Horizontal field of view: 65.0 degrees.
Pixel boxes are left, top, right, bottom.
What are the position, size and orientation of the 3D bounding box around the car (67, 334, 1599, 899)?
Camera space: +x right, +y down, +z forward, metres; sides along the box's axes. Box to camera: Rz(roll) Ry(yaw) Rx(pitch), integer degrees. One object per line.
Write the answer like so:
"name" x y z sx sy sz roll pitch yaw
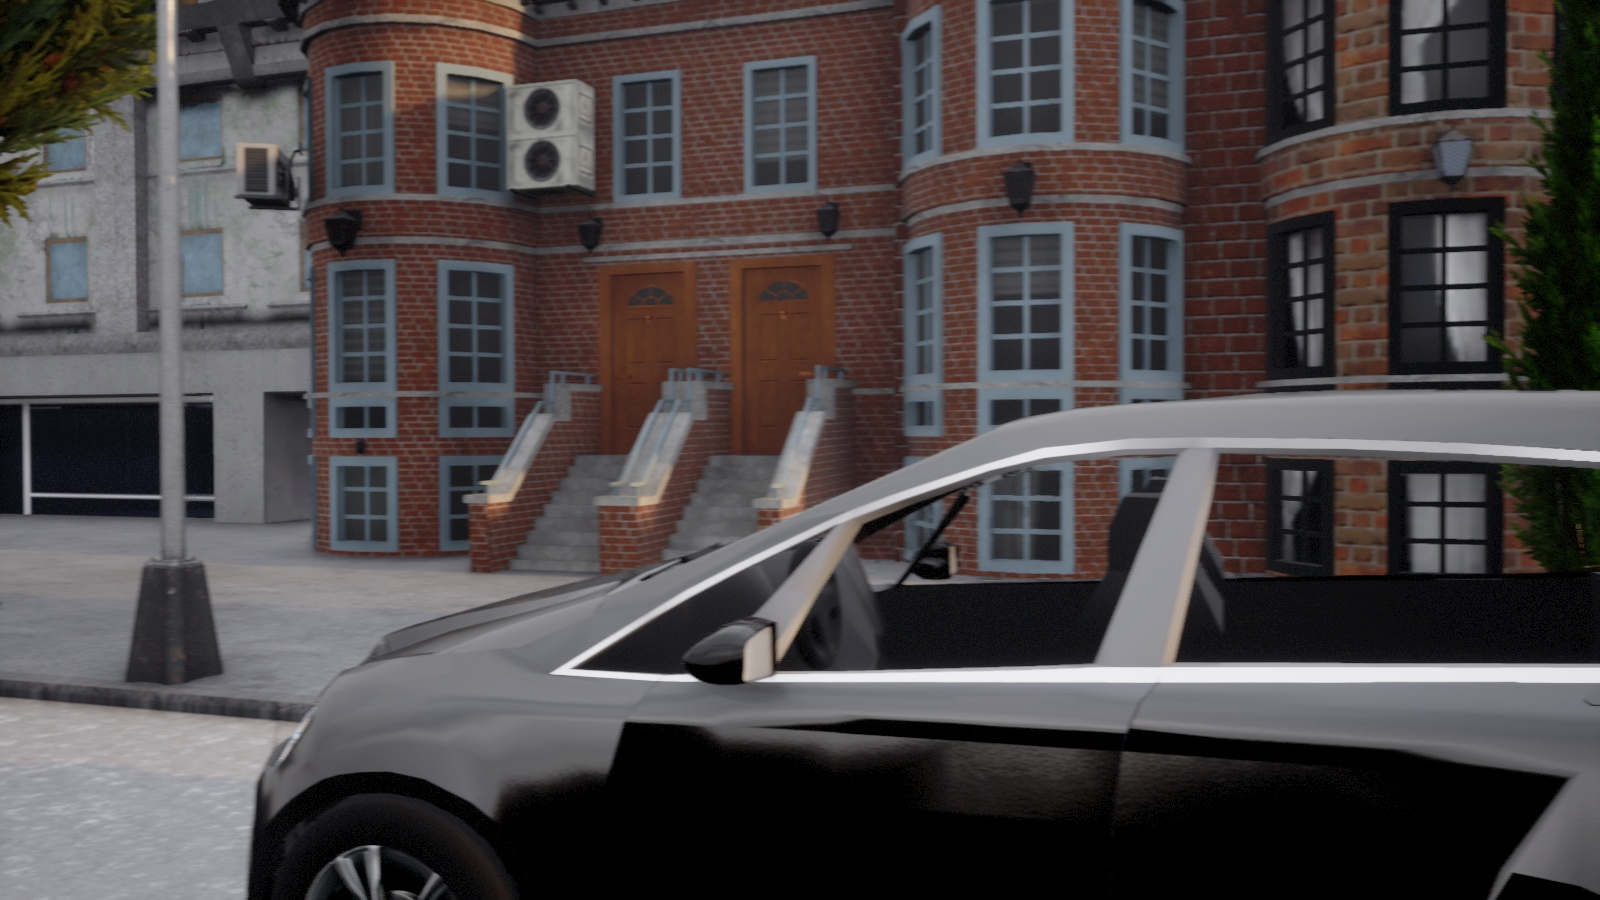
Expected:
"car" 0.708 0.618 3.479 4.611 1.667 2.242 1 1 19
